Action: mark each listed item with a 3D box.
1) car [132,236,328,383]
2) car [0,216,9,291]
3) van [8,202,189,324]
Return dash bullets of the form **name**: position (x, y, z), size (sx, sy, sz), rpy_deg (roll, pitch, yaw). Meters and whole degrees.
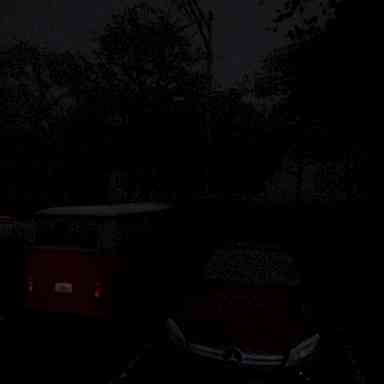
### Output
- **car**: position (0.990, 1.510, 5.378), size (2.002, 1.452, 4.674), rpy_deg (1, 0, 15)
- **car**: position (-3.877, 1.426, 8.790), size (2.097, 1.535, 5.008), rpy_deg (0, 0, 15)
- **van**: position (-1.410, 1.225, 7.207), size (1.878, 1.987, 4.442), rpy_deg (0, 0, 15)
